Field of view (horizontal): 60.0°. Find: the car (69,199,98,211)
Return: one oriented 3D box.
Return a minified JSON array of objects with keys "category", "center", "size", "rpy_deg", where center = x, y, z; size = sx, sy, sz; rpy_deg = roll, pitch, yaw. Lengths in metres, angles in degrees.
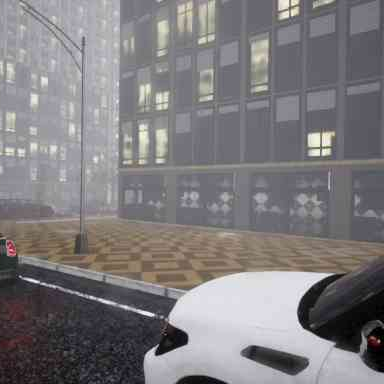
[{"category":"car","center":[-13.341,1.709,42.505],"size":[1.837,1.490,4.892],"rpy_deg":[1,1,36]}]

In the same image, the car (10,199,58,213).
[{"category":"car","center":[-18.712,1.641,39.590],"size":[1.752,1.417,4.829],"rpy_deg":[1,0,36]}]

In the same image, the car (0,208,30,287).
[{"category":"car","center":[-6.237,1.348,8.106],"size":[4.553,1.767,2.097],"rpy_deg":[0,0,35]}]

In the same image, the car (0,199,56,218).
[{"category":"car","center":[-15.199,1.518,30.221],"size":[2.192,1.841,5.009],"rpy_deg":[1,0,36]}]

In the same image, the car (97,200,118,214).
[{"category":"car","center":[-8.417,1.829,39.444],"size":[1.752,1.417,4.829],"rpy_deg":[1,0,36]}]

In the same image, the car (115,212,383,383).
[{"category":"car","center":[2.232,1.222,2.091],"size":[5.566,2.045,2.150],"rpy_deg":[0,0,36]}]
